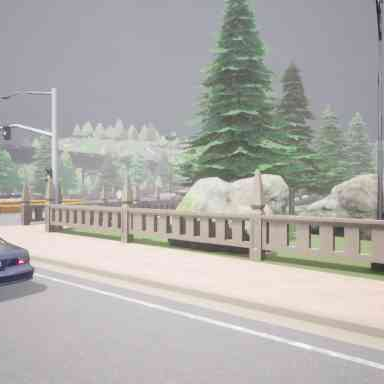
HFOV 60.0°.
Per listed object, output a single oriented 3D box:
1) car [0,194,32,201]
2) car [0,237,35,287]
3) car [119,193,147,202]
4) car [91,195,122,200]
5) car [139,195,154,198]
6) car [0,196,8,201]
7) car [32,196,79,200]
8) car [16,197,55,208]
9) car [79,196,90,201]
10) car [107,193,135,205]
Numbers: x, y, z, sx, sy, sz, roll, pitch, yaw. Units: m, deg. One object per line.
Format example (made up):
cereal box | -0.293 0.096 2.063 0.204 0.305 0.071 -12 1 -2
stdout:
car | -24.134 1.221 42.727 2.150 2.045 5.566 0 0 36
car | -6.069 1.547 8.293 5.357 1.411 2.033 0 0 36
car | -11.650 1.131 66.059 2.033 1.411 5.357 0 3 36
car | -12.979 1.334 52.247 2.097 1.767 4.553 0 1 36
car | -8.601 1.290 58.346 2.128 1.511 4.902 0 2 36
car | -23.884 1.491 37.092 2.128 1.511 4.902 0 0 36
car | -18.327 1.477 44.801 1.882 1.535 5.008 0 0 36
car | -23.355 1.505 49.795 1.837 1.490 4.892 0 0 36
car | -18.465 1.352 50.602 2.097 1.767 4.553 0 0 35
car | -12.560 1.217 58.840 2.097 1.767 4.553 0 2 36
